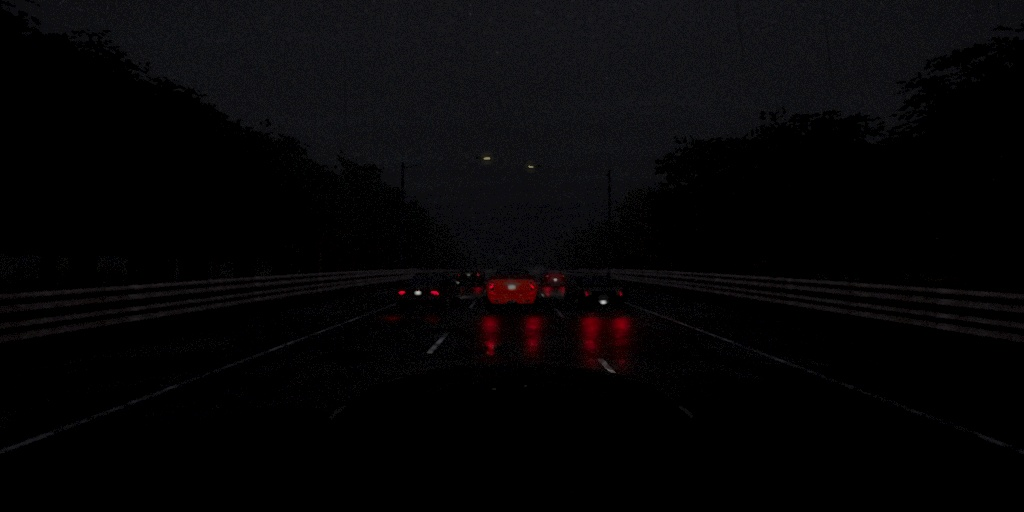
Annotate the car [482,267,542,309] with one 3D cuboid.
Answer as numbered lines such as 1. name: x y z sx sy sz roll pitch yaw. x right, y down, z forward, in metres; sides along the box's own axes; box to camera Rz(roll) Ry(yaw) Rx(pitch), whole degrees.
1. car: 0.007 1.266 15.930 2.097 1.767 4.553 0 -1 0

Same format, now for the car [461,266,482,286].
1. car: -3.487 1.628 30.944 2.097 1.767 4.553 0 -2 0

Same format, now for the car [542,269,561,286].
1. car: 3.516 1.814 31.259 1.812 1.442 4.674 0 -2 0

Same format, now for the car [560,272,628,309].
1. car: 3.507 1.517 15.953 1.895 1.301 4.718 0 -1 0

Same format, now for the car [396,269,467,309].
1. car: -3.494 1.462 15.838 2.033 1.411 5.357 0 -1 0
